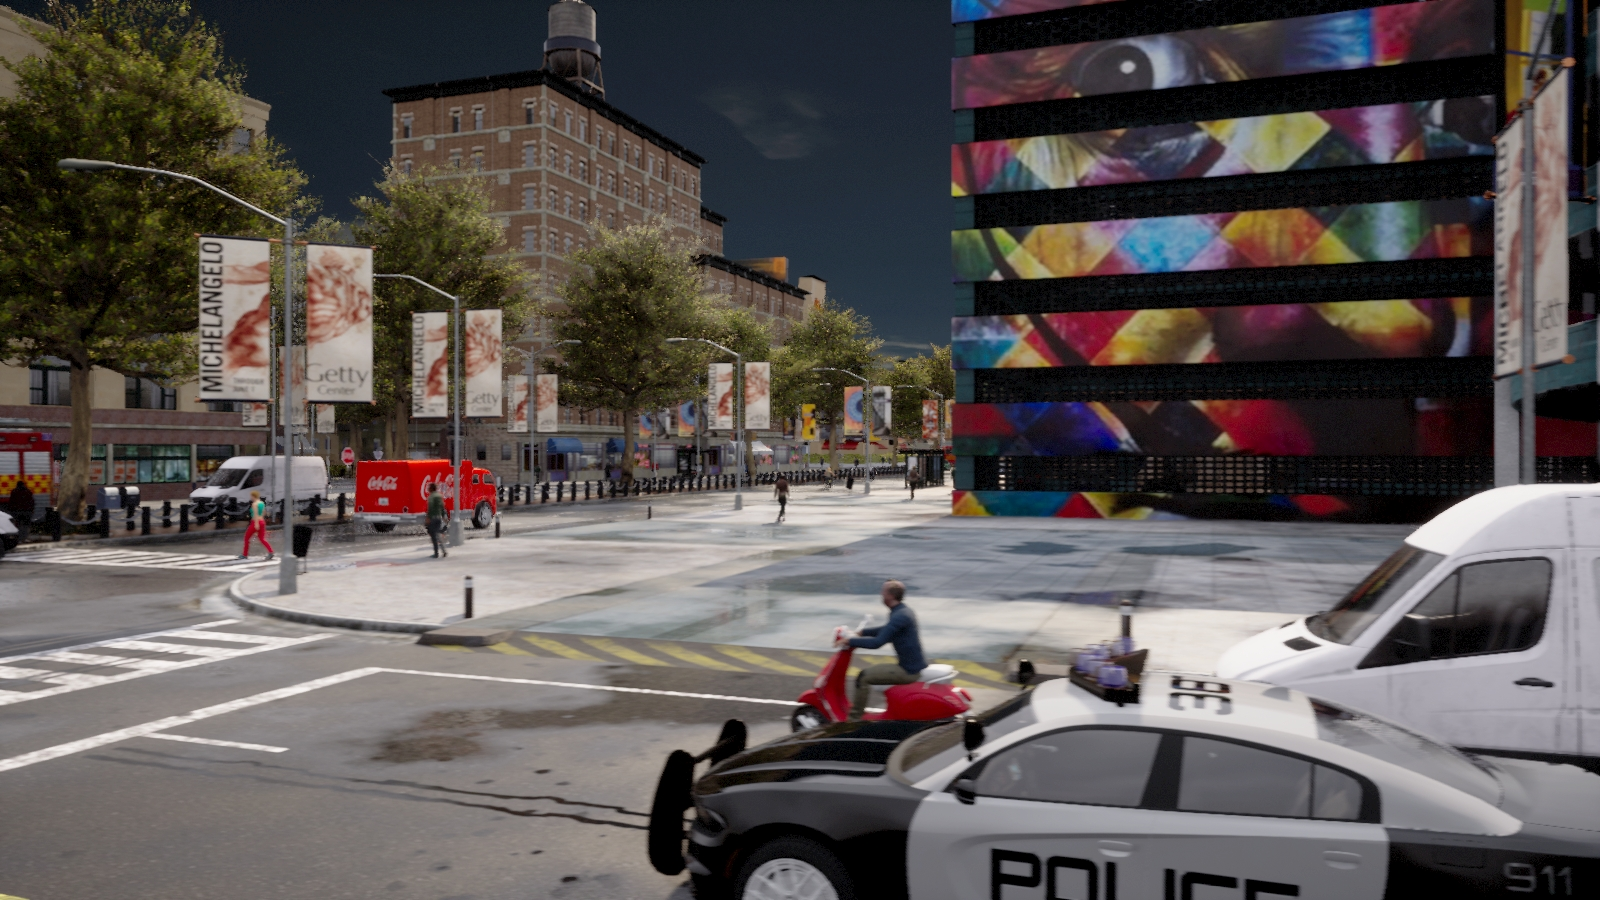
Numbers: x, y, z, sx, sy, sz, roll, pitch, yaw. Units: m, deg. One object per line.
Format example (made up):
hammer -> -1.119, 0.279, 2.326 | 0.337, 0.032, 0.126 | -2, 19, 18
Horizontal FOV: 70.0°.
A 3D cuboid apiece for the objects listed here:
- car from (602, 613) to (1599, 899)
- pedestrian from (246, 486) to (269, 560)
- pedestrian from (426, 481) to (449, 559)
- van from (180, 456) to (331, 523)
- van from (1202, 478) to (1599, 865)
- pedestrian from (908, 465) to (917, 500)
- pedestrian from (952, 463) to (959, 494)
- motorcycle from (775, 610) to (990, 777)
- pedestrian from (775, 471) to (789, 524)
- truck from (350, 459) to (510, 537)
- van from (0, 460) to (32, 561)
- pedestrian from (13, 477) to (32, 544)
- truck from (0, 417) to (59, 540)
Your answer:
car -> 1.746, 1.982, 6.307 | 5.238, 1.638, 2.097 | 0, 0, 20
pedestrian -> -13.778, 1.849, 29.046 | 0.375, 1.860, 0.375 | 0, 0, 14
pedestrian -> -8.777, 1.696, 27.682 | 0.375, 1.860, 0.375 | 0, 0, 20
van -> -22.226, 1.535, 46.969 | 1.988, 2.561, 5.915 | 0, 0, 20
van -> 6.144, 1.534, 8.547 | 5.915, 2.561, 1.988 | 0, 0, 20
pedestrian -> 5.887, 1.697, 59.784 | 0.375, 1.860, 0.375 | 0, 0, 24
pedestrian -> 9.310, 1.696, 68.273 | 0.375, 1.860, 0.375 | 0, 0, 18
motorcycle -> 0.764, 2.182, 10.486 | 1.805, 1.236, 0.856 | 0, 0, 20
pedestrian -> -0.648, 1.699, 41.090 | 0.375, 1.860, 0.375 | 0, 0, 19
truck -> -12.689, 1.568, 39.596 | 2.627, 2.467, 5.204 | 0, 0, 21
van -> -21.954, 1.534, 27.253 | 1.988, 2.561, 5.915 | 0, 0, 23
pedestrian -> -21.894, 1.704, 32.184 | 0.375, 1.860, 0.375 | 0, 0, 44
truck -> -26.996, 0.891, 33.805 | 2.891, 3.827, 8.468 | 0, 0, 20
